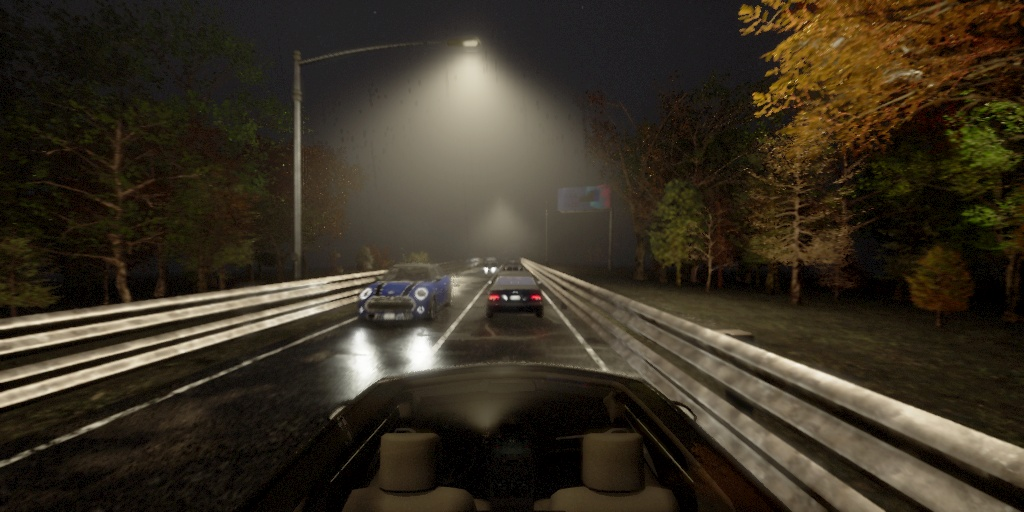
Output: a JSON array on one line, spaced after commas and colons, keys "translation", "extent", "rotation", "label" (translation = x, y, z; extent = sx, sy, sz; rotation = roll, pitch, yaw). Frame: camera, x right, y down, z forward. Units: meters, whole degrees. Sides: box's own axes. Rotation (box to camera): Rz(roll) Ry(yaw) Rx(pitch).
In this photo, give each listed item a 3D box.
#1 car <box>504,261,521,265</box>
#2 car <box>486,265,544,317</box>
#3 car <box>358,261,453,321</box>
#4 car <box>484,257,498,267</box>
[{"translation": [0.073, 1.163, 35.014], "extent": [1.895, 1.301, 4.718], "rotation": [0, 0, 0], "label": "car"}, {"translation": [0.097, 1.234, 12.810], "extent": [2.033, 1.411, 5.357], "rotation": [0, 0, 0], "label": "car"}, {"translation": [-3.353, 1.043, 12.044], "extent": [2.097, 1.767, 4.553], "rotation": [0, 0, 0], "label": "car"}, {"translation": [-3.305, 0.963, 56.356], "extent": [2.128, 1.511, 4.902], "rotation": [0, 0, 0], "label": "car"}]
